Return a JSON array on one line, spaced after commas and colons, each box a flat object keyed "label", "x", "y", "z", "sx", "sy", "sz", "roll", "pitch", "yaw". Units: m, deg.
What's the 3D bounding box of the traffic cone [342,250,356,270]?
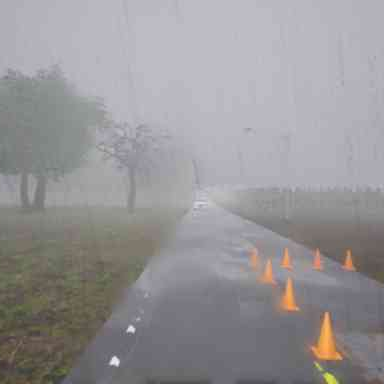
[{"label": "traffic cone", "x": 5.066, "y": 2.177, "z": 10.753, "sx": 0.340, "sy": 0.580, "sz": 0.340, "roll": 1, "pitch": -1, "yaw": 1}]

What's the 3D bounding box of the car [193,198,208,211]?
[{"label": "car", "x": 1.399, "y": 2.029, "z": 54.388, "sx": 2.150, "sy": 2.045, "sz": 5.566, "roll": 1, "pitch": -1, "yaw": 1}]

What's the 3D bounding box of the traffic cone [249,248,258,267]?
[{"label": "traffic cone", "x": 2.069, "y": 2.113, "z": 10.816, "sx": 0.340, "sy": 0.580, "sz": 0.340, "roll": 1, "pitch": -1, "yaw": 1}]

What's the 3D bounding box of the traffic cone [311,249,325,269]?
[{"label": "traffic cone", "x": 4.068, "y": 2.156, "z": 10.774, "sx": 0.340, "sy": 0.580, "sz": 0.340, "roll": 1, "pitch": -1, "yaw": 1}]

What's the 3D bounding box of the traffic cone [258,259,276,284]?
[{"label": "traffic cone", "x": 2.028, "y": 2.089, "z": 8.816, "sx": 0.340, "sy": 0.580, "sz": 0.340, "roll": 1, "pitch": -1, "yaw": 1}]

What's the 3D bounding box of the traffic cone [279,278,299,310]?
[{"label": "traffic cone", "x": 1.986, "y": 2.067, "z": 6.817, "sx": 0.340, "sy": 0.580, "sz": 0.340, "roll": 1, "pitch": -1, "yaw": 1}]

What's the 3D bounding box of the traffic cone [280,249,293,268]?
[{"label": "traffic cone", "x": 3.068, "y": 2.134, "z": 10.795, "sx": 0.340, "sy": 0.580, "sz": 0.340, "roll": 1, "pitch": -1, "yaw": 1}]

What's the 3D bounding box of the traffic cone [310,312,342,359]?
[{"label": "traffic cone", "x": 1.945, "y": 2.045, "z": 4.817, "sx": 0.340, "sy": 0.580, "sz": 0.340, "roll": 1, "pitch": -1, "yaw": 1}]
